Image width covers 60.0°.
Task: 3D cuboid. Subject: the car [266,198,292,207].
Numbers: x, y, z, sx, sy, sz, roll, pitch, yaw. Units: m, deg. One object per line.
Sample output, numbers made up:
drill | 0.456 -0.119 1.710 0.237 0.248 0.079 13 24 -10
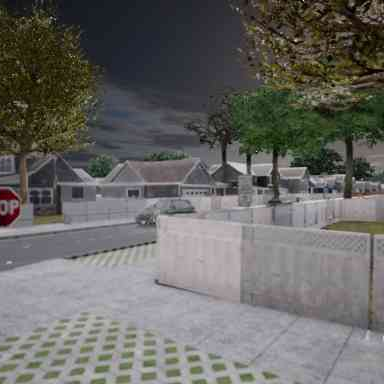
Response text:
car | 10.130 1.383 38.589 1.994 1.385 4.181 0 0 36

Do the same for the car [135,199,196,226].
car | -1.655 1.270 22.077 2.097 1.767 4.553 0 0 35
